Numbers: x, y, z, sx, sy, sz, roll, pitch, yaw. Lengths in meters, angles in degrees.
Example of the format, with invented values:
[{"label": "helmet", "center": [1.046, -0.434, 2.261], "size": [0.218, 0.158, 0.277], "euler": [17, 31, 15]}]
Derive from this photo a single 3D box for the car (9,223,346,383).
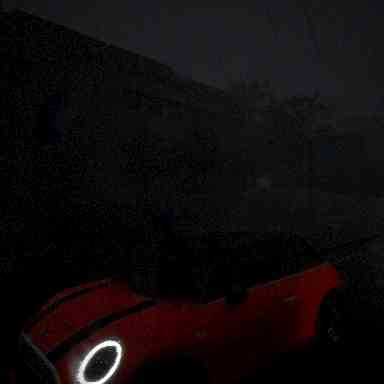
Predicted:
[{"label": "car", "center": [0.161, 1.386, 4.495], "size": [4.553, 1.767, 2.097], "euler": [0, -1, -41]}]
